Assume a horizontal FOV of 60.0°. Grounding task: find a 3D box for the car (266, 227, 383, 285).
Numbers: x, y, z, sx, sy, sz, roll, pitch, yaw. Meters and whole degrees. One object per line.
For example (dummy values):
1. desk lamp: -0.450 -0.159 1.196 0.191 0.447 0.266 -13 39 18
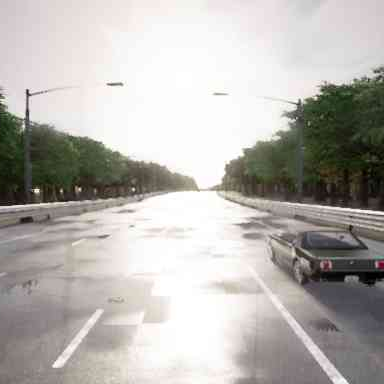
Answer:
1. car: 3.513 1.645 9.553 1.895 1.301 4.718 0 0 0
